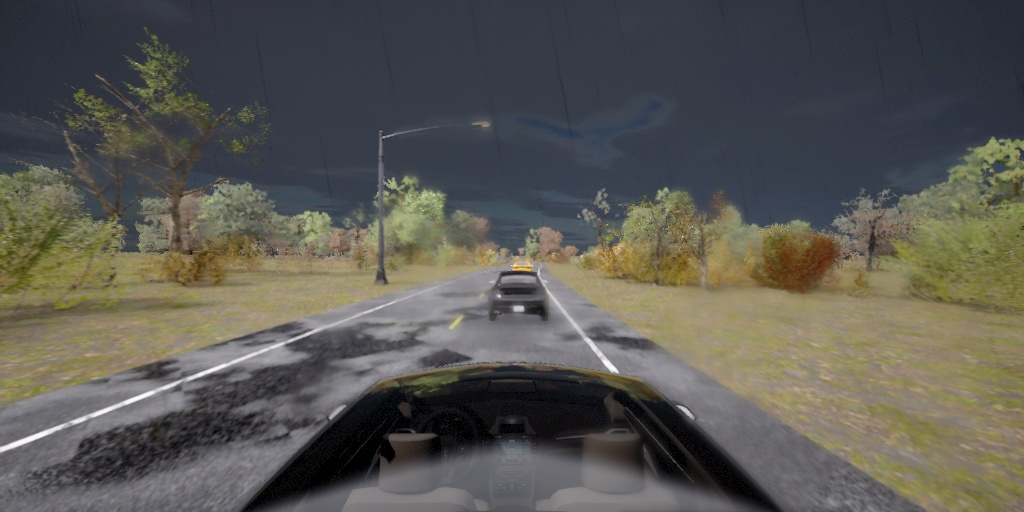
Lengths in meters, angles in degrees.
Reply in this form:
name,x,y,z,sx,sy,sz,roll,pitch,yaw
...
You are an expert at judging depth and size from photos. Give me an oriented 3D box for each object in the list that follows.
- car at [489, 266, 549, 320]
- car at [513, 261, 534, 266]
name,x,y,z,sx,sy,sz,roll,pitch,yaw
car,0.235,1.252,12.564,1.837,1.490,4.892,0,0,1
car,1.061,1.266,35.002,1.882,1.535,5.008,0,0,3
